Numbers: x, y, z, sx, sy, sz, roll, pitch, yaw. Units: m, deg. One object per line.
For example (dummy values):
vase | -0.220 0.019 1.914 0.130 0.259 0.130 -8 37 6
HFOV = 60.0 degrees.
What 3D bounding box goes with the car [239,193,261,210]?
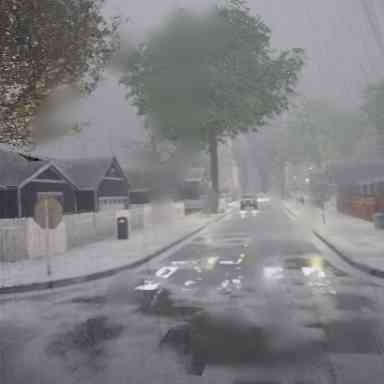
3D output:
car | 7.717 1.252 44.979 2.150 2.045 5.566 -3 -1 13
